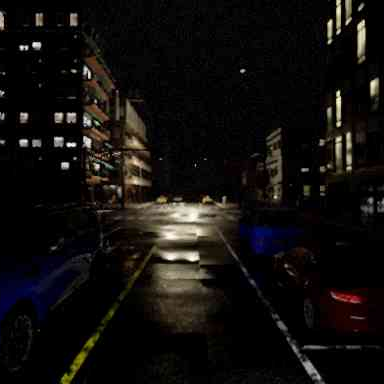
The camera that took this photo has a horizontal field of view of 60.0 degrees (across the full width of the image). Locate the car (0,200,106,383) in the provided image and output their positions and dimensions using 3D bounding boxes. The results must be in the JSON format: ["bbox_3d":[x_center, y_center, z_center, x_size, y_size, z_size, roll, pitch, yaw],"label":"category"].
[{"bbox_3d":[-3.100,1.214,5.703,2.150,2.045,5.566,0,0,0],"label":"car"}]

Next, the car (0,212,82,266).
[{"bbox_3d":[-5.687,1.551,12.145,1.947,1.339,4.313,0,0,0],"label":"car"}]

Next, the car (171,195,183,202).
[{"bbox_3d":[-3.004,1.555,72.208,1.895,1.301,4.718,0,0,0],"label":"car"}]

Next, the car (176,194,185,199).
[{"bbox_3d":[-3.004,1.122,87.886,2.033,1.411,5.357,0,0,0],"label":"car"}]

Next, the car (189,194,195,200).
[{"bbox_3d":[-0.003,1.338,93.715,1.882,1.535,5.008,0,0,0],"label":"car"}]

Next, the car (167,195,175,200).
[{"bbox_3d":[-5.692,1.494,89.971,1.752,1.417,4.829,0,0,0],"label":"car"}]

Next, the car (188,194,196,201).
[{"bbox_3d":[-0.004,1.504,83.295,2.033,1.411,5.357,0,0,0],"label":"car"}]

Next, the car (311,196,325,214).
[{"bbox_3d":[14.921,1.314,33.012,5.009,1.841,2.192,0,0,0],"label":"car"}]

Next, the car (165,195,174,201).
[{"bbox_3d":[-5.692,1.516,84.602,2.008,1.369,4.403,0,0,0],"label":"car"}]

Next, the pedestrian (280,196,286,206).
[{"bbox_3d":[7.134,1.249,26.210,0.375,1.860,0.375,0,0,0],"label":"pedestrian"}]

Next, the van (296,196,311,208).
[{"bbox_3d":[14.898,1.370,41.392,3.998,1.788,1.690,0,0,0],"label":"van"}]

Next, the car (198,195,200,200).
[{"bbox_3d":[2.690,1.541,67.985,1.802,1.307,4.206,0,0,0],"label":"car"}]

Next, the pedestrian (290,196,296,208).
[{"bbox_3d":[8.134,1.218,26.810,0.375,1.860,0.375,0,0,0],"label":"pedestrian"}]

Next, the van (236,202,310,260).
[{"bbox_3d":[2.661,1.326,12.119,1.690,1.788,3.998,0,0,0],"label":"van"}]

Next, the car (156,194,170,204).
[{"bbox_3d":[-5.691,1.484,62.274,1.752,1.417,4.829,0,0,0],"label":"car"}]

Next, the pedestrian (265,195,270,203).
[{"bbox_3d":[6.134,1.109,27.411,0.375,1.860,0.375,0,0,0],"label":"pedestrian"}]

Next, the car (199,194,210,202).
[{"bbox_3d":[2.691,1.275,73.524,2.192,1.841,5.009,0,0,0],"label":"car"}]

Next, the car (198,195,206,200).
[{"bbox_3d":[2.689,1.520,90.142,2.008,1.369,4.403,0,0,0],"label":"car"}]

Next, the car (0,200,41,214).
[{"bbox_3d":[-17.467,1.490,32.930,4.206,1.307,1.802,0,0,0],"label":"car"}]

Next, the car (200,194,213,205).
[{"bbox_3d":[2.691,1.484,57.077,1.752,1.417,4.829,0,0,0],"label":"car"}]

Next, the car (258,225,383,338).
[{"bbox_3d":[2.660,1.574,6.431,1.802,1.307,4.206,0,0,0],"label":"car"}]
